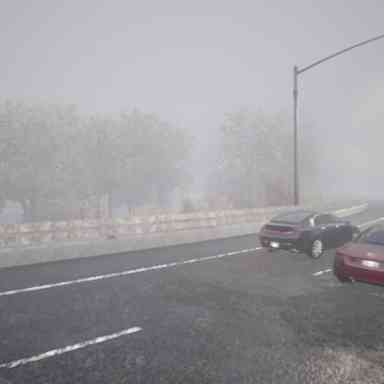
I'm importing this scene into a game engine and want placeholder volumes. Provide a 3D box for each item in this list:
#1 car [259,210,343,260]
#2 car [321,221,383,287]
[{"bbox_3d":[4.458,1.421,12.278,4.892,1.490,1.837,-1,0,-42],"label":"car"},{"bbox_3d":[5.332,1.490,8.413,4.181,1.385,1.994,-1,0,-41],"label":"car"}]
